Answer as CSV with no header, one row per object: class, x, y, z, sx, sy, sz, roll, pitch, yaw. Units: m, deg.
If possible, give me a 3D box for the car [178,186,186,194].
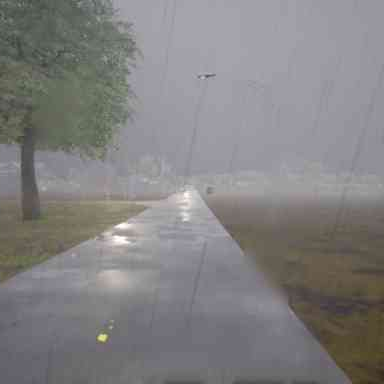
car,-2.871,-0.333,91.102,1.812,1.442,4.674,0,2,0
